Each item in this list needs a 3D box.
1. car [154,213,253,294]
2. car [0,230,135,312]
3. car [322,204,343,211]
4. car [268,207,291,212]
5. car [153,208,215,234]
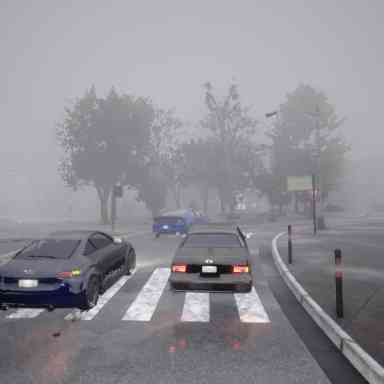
[{"bbox_3d":[0.610,1.543,8.972,2.033,1.411,5.357,-1,0,6],"label":"car"},{"bbox_3d":[-2.723,1.584,7.867,1.994,1.385,4.181,0,0,5],"label":"car"},{"bbox_3d":[24.875,2.878,59.558,1.837,1.490,4.892,2,-5,-15],"label":"car"},{"bbox_3d":[19.179,4.002,73.368,4.718,1.301,1.895,-4,-6,41],"label":"car"},{"bbox_3d":[-0.446,1.647,18.468,1.882,1.535,5.008,-2,-3,19],"label":"car"}]
